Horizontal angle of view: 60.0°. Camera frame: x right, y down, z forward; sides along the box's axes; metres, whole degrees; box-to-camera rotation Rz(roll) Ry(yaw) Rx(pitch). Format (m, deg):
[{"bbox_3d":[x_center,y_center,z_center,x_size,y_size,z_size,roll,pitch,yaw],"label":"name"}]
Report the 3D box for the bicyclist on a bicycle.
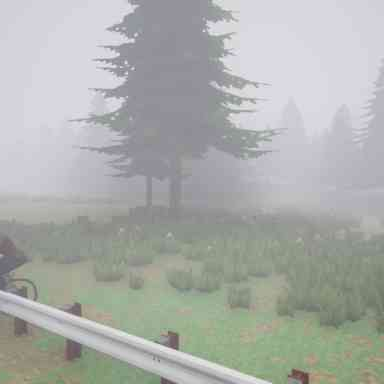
[{"bbox_3d":[-3.456,1.363,5.777,1.656,1.620,0.582,13,-8,-40],"label":"bicyclist on a bicycle"}]
